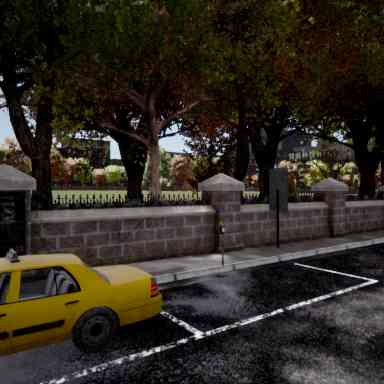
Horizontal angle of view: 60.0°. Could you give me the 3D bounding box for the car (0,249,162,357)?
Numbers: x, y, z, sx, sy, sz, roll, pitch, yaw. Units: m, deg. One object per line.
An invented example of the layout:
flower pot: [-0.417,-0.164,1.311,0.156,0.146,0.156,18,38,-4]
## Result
car: [-2.768,1.525,4.585,4.829,1.417,1.752,0,0,-35]
